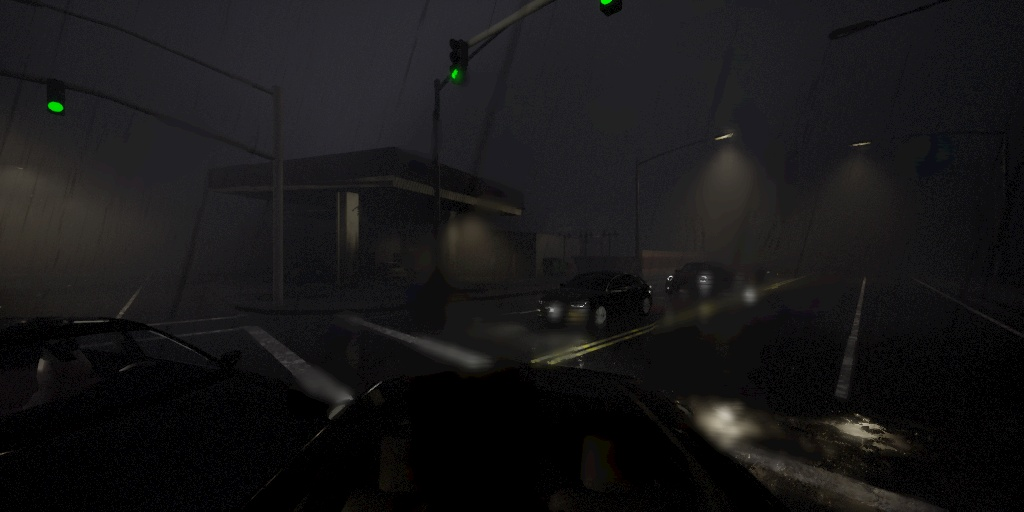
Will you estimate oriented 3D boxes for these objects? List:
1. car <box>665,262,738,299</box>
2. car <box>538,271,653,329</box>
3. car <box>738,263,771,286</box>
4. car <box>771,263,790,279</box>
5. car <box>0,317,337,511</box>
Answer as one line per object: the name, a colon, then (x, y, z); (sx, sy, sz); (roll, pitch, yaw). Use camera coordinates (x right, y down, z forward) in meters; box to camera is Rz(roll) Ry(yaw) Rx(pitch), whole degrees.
car: (9.656, 1.102, 18.390); (2.097, 1.767, 4.553); (0, 0, 45)
car: (2.841, 1.255, 11.520); (1.837, 1.490, 4.892); (0, 0, 44)
car: (16.559, 1.314, 25.324); (1.994, 1.385, 4.181); (0, 0, 44)
car: (23.667, 1.314, 32.403); (4.181, 1.385, 1.994); (0, 0, -45)
car: (-3.430, 1.242, 2.480); (4.902, 1.511, 2.128); (0, 0, 15)
